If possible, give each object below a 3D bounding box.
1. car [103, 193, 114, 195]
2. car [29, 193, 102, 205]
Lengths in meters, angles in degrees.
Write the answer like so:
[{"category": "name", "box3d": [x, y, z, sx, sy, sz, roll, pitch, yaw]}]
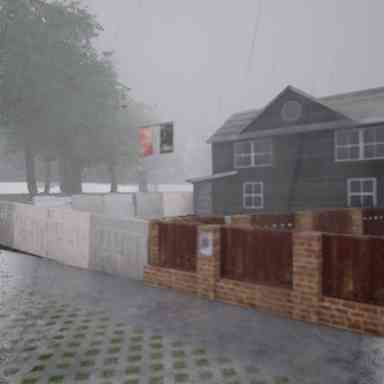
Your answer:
[{"category": "car", "box3d": [-8.893, 0.918, 35.104, 1.882, 1.535, 5.008, -1, 0, 36]}, {"category": "car", "box3d": [-9.053, 0.858, 23.552, 2.097, 1.767, 4.553, -1, 0, 36]}]
